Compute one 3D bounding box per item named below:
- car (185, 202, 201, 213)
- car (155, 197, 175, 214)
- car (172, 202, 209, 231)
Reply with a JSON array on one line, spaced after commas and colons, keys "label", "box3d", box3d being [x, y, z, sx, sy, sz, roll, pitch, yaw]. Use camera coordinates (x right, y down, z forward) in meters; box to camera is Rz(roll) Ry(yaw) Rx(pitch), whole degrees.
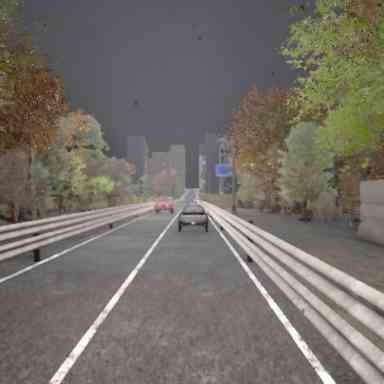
[{"label": "car", "box3d": [0.097, 1.975, 43.058, 1.994, 1.385, 4.181, 0, -1, 0]}, {"label": "car", "box3d": [-3.340, 1.605, 41.401, 2.150, 2.045, 5.566, 0, -1, 0]}, {"label": "car", "box3d": [0.083, 1.603, 21.366, 2.128, 1.511, 4.902, 0, -1, 0]}]
